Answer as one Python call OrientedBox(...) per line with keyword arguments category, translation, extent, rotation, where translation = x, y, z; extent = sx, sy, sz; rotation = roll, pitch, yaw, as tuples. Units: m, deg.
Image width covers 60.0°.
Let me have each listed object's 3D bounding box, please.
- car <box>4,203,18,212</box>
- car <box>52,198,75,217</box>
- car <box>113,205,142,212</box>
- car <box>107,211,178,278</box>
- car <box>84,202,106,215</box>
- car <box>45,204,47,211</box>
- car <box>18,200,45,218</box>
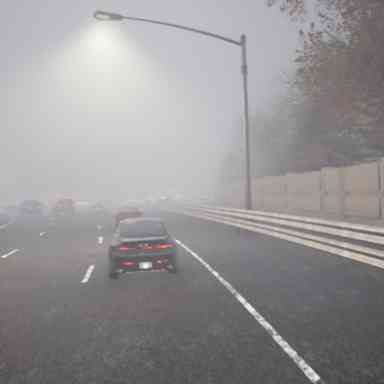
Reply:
OrientedBox(category="car", translation=(-30.486, 2.586, 56.459), extent=(2.128, 1.511, 4.902), rotation=(-2, 0, -40))
OrientedBox(category="car", translation=(-15.520, 1.806, 40.135), extent=(2.150, 2.045, 5.566), rotation=(-2, 0, -28))
OrientedBox(category="car", translation=(-4.707, 1.685, 24.534), extent=(1.882, 1.535, 5.008), rotation=(-2, 0, -13))
OrientedBox(category="car", translation=(-1.609, 1.581, 10.575), extent=(1.837, 1.490, 4.892), rotation=(-2, 0, -11))
OrientedBox(category="car", translation=(-11.951, 1.953, 40.832), extent=(1.882, 1.535, 5.008), rotation=(-2, 0, -27))
OrientedBox(category="car", translation=(-26.186, 2.452, 56.729), extent=(2.128, 1.511, 4.902), rotation=(-2, 0, -38))
OrientedBox(category="car", translation=(-18.937, 1.913, 39.087), extent=(2.150, 2.045, 5.566), rotation=(-2, 0, -28))
